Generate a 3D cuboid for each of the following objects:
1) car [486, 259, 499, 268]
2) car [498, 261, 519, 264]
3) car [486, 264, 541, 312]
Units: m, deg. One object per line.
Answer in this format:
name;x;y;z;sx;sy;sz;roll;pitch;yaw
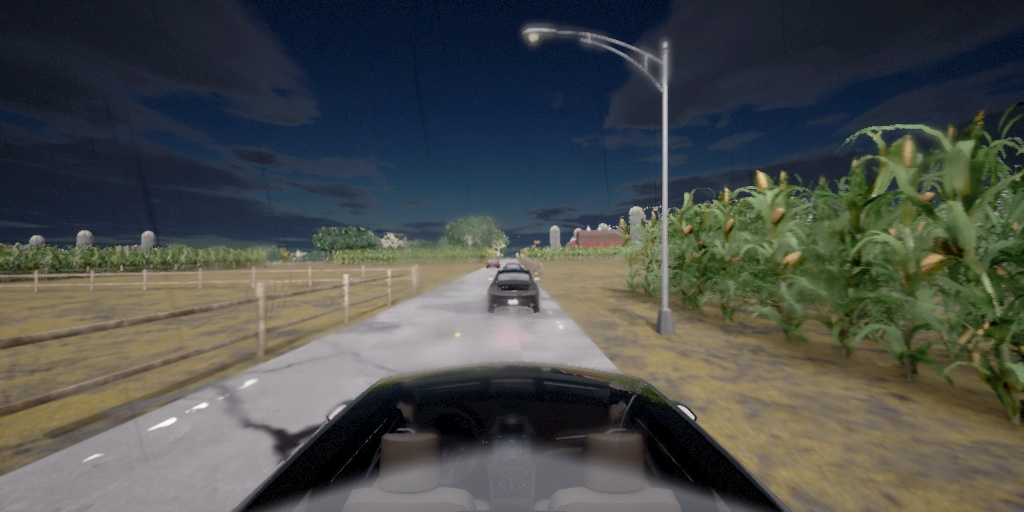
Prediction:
car;-2.802;1.115;52.868;1.882;1.535;5.008;0;0;0
car;0.083;1.281;29.445;1.994;1.385;4.181;0;0;0
car;0.075;1.256;14.212;1.837;1.490;4.892;0;1;0
